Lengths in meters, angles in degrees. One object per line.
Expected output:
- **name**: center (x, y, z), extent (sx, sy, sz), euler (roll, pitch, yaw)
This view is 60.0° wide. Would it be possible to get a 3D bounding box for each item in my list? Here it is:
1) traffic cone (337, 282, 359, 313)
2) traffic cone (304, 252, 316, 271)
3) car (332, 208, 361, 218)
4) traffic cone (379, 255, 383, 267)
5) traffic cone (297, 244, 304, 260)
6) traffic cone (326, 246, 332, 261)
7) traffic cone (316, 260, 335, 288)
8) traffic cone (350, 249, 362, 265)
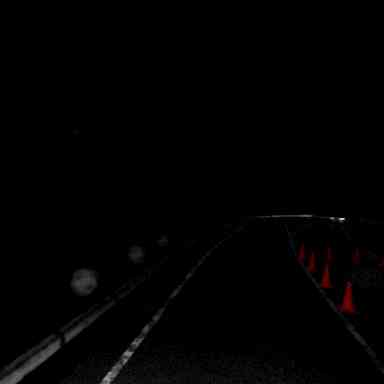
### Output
- **traffic cone**: center (3.351, 2.229, 7.127), extent (0.340, 0.580, 0.340), euler (3, -1, 9)
- **traffic cone**: center (4.005, 2.309, 11.073), extent (0.340, 0.580, 0.340), euler (3, -1, 9)
- **car**: center (23.429, 3.160, 50.401), extent (4.892, 1.490, 1.837), euler (3, -1, -28)
- **traffic cone**: center (7.286, 2.515, 12.553), extent (0.340, 0.580, 0.340), euler (3, -1, 9)
- **traffic cone**: center (4.331, 2.349, 13.045), extent (0.340, 0.580, 0.340), euler (3, -1, 9)
- **traffic cone**: center (5.316, 2.405, 12.881), extent (0.340, 0.580, 0.340), euler (3, -1, 9)
- **traffic cone**: center (3.678, 2.269, 9.100), extent (0.340, 0.580, 0.340), euler (3, -1, 9)
- **traffic cone**: center (6.301, 2.460, 12.717), extent (0.340, 0.580, 0.340), euler (3, -1, 9)
